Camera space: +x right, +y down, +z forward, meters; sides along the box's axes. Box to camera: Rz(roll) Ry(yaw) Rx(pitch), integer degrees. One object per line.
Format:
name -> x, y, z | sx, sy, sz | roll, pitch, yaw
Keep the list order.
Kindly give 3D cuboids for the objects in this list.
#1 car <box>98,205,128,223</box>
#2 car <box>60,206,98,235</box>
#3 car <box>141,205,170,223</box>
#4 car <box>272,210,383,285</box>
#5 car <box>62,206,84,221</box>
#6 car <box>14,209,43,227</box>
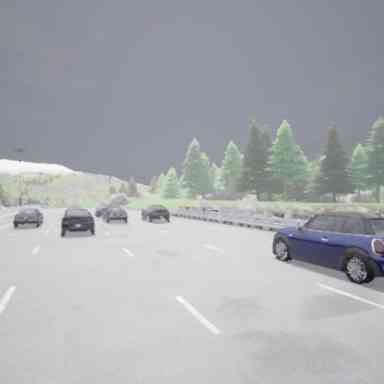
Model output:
car -> -7.188, 2.058, 30.736 | 2.033, 1.411, 5.357 | 0, -1, -21
car -> -7.349, 1.810, 21.241 | 1.882, 1.535, 5.008 | 0, -1, -21
car -> -3.473, 1.960, 30.807 | 1.837, 1.490, 4.892 | 0, -1, -21
car -> 4.378, 1.376, 9.967 | 2.097, 1.767, 4.553 | 0, -1, -21
car -> -13.090, 2.262, 36.480 | 2.033, 1.411, 5.357 | 0, -1, -21
car -> -13.441, 2.090, 27.483 | 2.033, 1.411, 5.357 | 0, -1, -21
